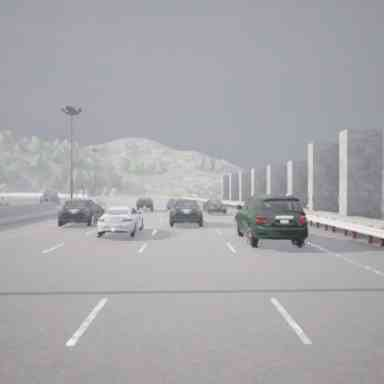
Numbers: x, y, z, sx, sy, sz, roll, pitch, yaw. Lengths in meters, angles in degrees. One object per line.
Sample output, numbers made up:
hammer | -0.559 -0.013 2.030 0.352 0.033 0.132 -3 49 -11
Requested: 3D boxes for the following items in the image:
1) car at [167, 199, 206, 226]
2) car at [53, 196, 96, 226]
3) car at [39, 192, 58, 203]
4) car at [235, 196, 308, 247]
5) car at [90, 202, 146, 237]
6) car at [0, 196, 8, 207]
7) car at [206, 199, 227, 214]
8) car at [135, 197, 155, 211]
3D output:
car | -0.447 1.292 22.747 2.097 1.767 4.553 0 0 -3
car | -7.459 1.291 22.792 2.097 1.767 4.553 0 0 -3
car | -22.015 1.092 51.502 2.150 2.045 5.566 0 0 -13
car | 3.368 1.181 14.997 2.150 2.045 5.566 0 0 -1
car | -3.725 1.479 17.657 1.812 1.442 4.674 0 0 -2
car | -28.704 1.395 49.255 1.812 1.442 4.674 0 0 -12
car | 2.219 1.458 33.652 2.033 1.411 5.357 0 0 -6
car | -5.446 1.397 38.453 1.837 1.490 4.892 0 -1 -7
